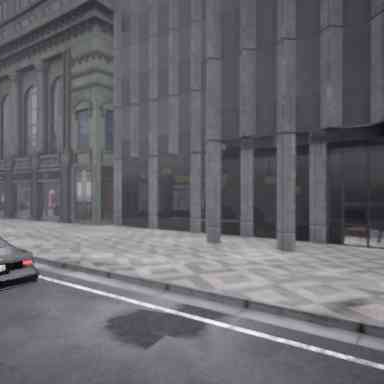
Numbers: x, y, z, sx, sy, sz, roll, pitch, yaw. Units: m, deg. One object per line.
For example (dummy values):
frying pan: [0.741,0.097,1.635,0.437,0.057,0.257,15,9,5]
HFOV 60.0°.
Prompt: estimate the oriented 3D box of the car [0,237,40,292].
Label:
car: [-5.870,1.578,8.099,5.357,1.411,2.033,0,0,36]
